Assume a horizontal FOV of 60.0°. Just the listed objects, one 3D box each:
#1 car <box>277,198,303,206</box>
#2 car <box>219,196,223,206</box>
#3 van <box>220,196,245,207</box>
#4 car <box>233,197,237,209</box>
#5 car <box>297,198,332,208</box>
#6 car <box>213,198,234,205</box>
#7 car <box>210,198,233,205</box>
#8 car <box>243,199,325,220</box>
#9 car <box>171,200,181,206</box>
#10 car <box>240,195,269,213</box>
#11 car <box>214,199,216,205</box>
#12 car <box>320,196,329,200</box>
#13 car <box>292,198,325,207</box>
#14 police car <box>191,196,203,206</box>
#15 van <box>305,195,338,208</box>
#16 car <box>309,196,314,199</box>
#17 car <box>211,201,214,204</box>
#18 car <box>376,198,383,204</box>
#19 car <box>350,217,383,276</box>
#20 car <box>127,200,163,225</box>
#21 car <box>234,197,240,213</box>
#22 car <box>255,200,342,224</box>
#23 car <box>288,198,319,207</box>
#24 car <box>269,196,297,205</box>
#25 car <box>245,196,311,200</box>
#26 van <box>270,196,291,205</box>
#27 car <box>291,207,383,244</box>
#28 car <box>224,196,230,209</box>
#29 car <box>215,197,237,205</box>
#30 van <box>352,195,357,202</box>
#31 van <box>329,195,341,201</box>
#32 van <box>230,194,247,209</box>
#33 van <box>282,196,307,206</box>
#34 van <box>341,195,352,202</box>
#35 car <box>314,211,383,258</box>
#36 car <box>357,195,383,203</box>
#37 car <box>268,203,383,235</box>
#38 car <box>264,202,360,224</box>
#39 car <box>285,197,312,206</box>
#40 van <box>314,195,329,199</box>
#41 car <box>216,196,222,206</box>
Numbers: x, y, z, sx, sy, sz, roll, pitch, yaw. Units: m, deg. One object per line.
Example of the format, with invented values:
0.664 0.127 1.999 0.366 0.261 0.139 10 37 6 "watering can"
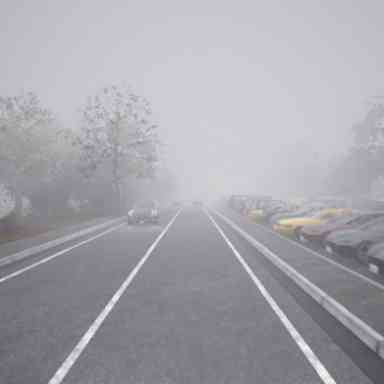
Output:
20.369 2.070 69.181 4.892 1.521 2.231 0 -1 0 "car"
7.188 1.798 52.799 4.792 1.488 2.163 0 -1 0 "car"
7.374 1.696 61.129 4.442 1.987 1.878 0 -1 0 "van"
7.142 1.604 36.163 4.674 1.452 2.002 0 0 0 "car"
20.304 1.813 55.332 4.892 1.521 2.231 0 -1 0 "car"
7.341 2.257 77.771 4.892 1.521 2.231 0 -1 0 "car"
7.163 2.328 80.540 5.366 1.575 1.946 0 -1 0 "car"
6.902 1.534 25.059 5.366 1.575 1.946 0 0 0 "car"
-3.062 2.118 64.962 1.895 1.301 4.718 0 -1 1 "car"
7.082 1.425 30.611 4.553 1.767 2.185 0 0 0 "car"
7.313 2.055 66.676 4.792 1.488 2.163 0 -1 0 "car"
20.263 1.607 44.254 5.008 1.535 2.097 0 -1 0 "car"
20.318 1.863 58.101 5.008 1.535 2.097 0 -1 0 "car"
1.183 1.978 67.206 1.930 1.638 5.238 0 -1 0 "police car"
20.414 1.535 52.566 4.442 1.987 1.878 0 -1 0 "van"
20.099 1.706 49.792 5.366 1.575 1.946 0 -1 0 "car"
7.268 1.825 69.457 5.566 2.045 2.435 0 -1 0 "car"
20.187 1.546 30.423 5.008 1.535 2.097 0 0 0 "car"
6.979 1.526 8.402 4.792 1.488 2.163 0 0 0 "car"
-3.298 1.388 24.084 2.097 1.767 4.553 0 0 0 "car"
7.121 1.557 33.387 5.008 1.535 2.097 0 0 0 "car"
7.068 1.532 22.282 4.892 1.521 2.231 0 0 0 "car"
20.331 1.917 60.997 5.008 1.535 2.097 0 -1 0 "car"
20.429 1.927 74.721 5.566 2.045 2.435 0 -1 0 "car"
7.069 1.418 27.835 4.553 1.767 2.185 0 0 0 "car"
20.533 2.023 77.611 4.442 1.987 1.878 0 -1 0 "van"
7.005 1.540 13.954 4.792 1.488 2.163 0 0 0 "car"
7.194 1.327 41.716 5.566 2.045 2.435 0 0 0 "car"
7.341 2.005 72.226 4.553 1.767 2.185 0 -1 0 "car"
20.336 1.334 36.088 4.442 1.987 1.878 0 0 0 "van"
20.129 1.348 41.637 4.442 1.987 1.878 0 -1 0 "van"
7.036 1.345 38.940 4.442 1.987 1.878 0 0 0 "van"
20.479 1.791 66.414 4.442 1.987 1.878 0 -1 0 "van"
20.348 1.341 38.733 4.442 1.987 1.878 0 0 0 "van"
6.992 1.533 11.178 4.792 1.488 2.163 0 0 0 "car"
20.178 1.302 33.318 5.566 2.045 2.435 0 0 0 "car"
6.862 1.514 16.731 5.366 1.575 1.946 0 0 0 "car"
7.067 1.525 19.506 4.892 1.521 2.231 0 0 0 "car"
20.318 1.840 63.644 4.553 1.767 2.185 0 -1 0 "car"
20.154 1.432 47.028 4.442 1.987 1.878 0 -1 0 "van"
7.250 1.871 58.350 5.008 1.535 2.097 0 -1 0 "car"
